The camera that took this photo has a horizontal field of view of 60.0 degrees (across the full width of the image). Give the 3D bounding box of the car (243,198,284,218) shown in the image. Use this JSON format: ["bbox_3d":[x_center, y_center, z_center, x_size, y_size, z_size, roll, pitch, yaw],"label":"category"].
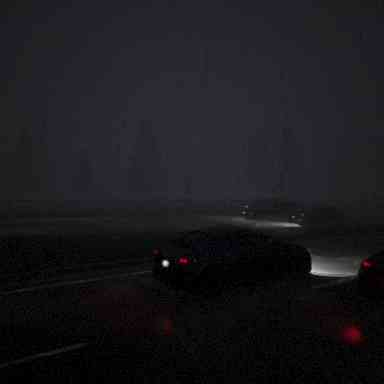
[{"bbox_3d":[6.909,1.484,26.861,4.892,1.490,1.837,0,0,-20],"label":"car"}]

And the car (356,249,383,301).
[{"bbox_3d":[5.426,1.563,7.058,4.181,1.385,1.994,0,0,-32],"label":"car"}]

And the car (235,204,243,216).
[{"bbox_3d":[6.163,1.326,30.315,4.553,1.767,2.097,0,0,-20],"label":"car"}]

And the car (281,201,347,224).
[{"bbox_3d":[8.940,1.549,23.880,4.181,1.385,1.994,0,0,-20],"label":"car"}]

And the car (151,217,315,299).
[{"bbox_3d":[1.094,1.555,8.457,4.181,1.385,1.994,0,0,-33],"label":"car"}]
